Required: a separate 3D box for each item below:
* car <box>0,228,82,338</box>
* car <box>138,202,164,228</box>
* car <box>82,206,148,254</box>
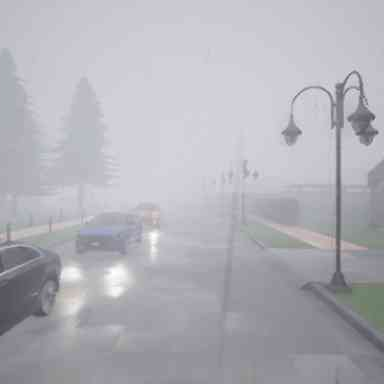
[{"bbox_3d":[-3.547,1.515,4.766,2.128,1.511,4.902,0,-1,1],"label":"car"},{"bbox_3d":[-3.205,1.568,24.007,2.097,1.767,4.553,0,-1,1],"label":"car"},{"bbox_3d":[-3.359,1.596,14.289,1.882,1.535,5.008,0,-1,1],"label":"car"}]
